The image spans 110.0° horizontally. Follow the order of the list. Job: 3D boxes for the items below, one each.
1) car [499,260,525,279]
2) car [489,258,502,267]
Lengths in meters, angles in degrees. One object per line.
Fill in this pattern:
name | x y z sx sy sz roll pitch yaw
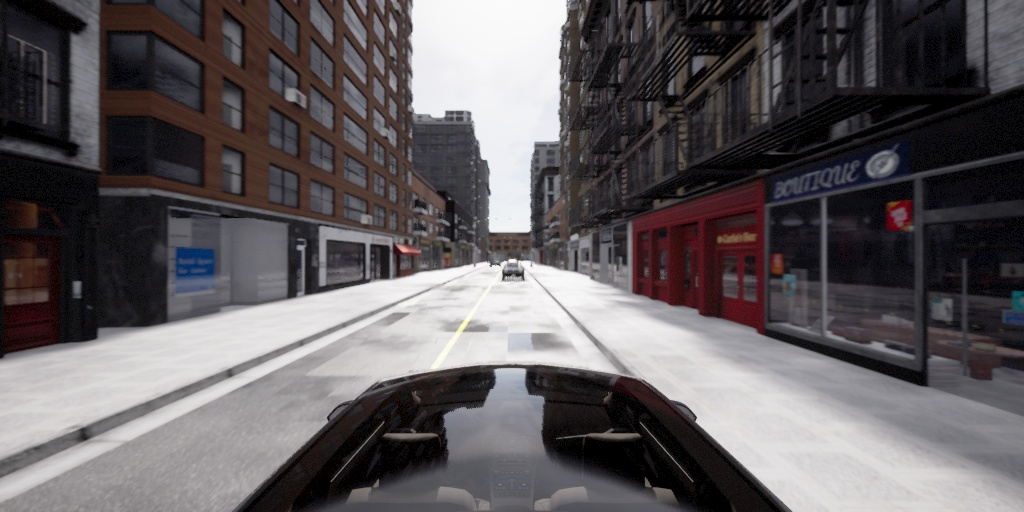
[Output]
car | 0.106 1.266 31.028 1.895 1.301 4.718 0 0 0
car | -2.738 1.046 60.251 1.837 1.490 4.892 0 0 0
